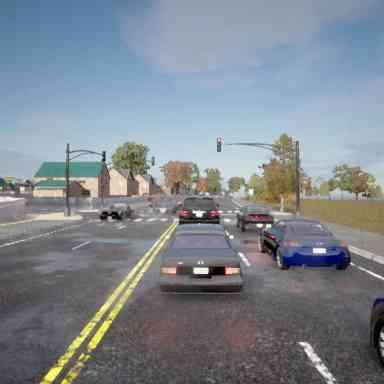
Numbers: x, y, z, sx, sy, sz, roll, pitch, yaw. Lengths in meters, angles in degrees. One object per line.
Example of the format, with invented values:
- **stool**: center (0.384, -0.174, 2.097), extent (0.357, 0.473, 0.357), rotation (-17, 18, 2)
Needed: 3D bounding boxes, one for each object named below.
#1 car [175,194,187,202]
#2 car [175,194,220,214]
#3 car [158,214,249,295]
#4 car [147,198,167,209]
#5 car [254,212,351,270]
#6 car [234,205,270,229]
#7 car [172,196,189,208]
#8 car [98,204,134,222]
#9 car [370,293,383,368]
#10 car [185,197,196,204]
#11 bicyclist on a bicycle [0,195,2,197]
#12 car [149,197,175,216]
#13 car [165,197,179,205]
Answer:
- **car**: center (-2.527, 1.387, 80.120), extent (2.150, 2.045, 5.566), rotation (0, 0, 5)
- **car**: center (0.425, 1.237, 19.106), extent (2.150, 2.045, 5.566), rotation (0, 0, 1)
- **car**: center (0.206, 1.553, 8.859), extent (2.033, 1.411, 5.357), rotation (0, 0, 1)
- **car**: center (-5.009, 1.624, 48.631), extent (2.033, 1.411, 5.357), rotation (0, 0, 3)
- **car**: center (3.502, 1.570, 11.068), extent (1.994, 1.385, 4.181), rotation (0, 0, 1)
- **car**: center (3.692, 1.520, 19.961), extent (1.837, 1.490, 4.892), rotation (0, 0, 3)
- **car**: center (-1.659, 1.430, 50.121), extent (2.097, 1.767, 4.553), rotation (0, 0, 4)
- **car**: center (-6.035, 1.631, 26.882), extent (1.895, 1.301, 4.718), rotation (0, 0, 2)
- **car**: center (3.385, 1.353, 2.548), extent (2.097, 1.767, 4.553), rotation (0, 0, 0)
- **car**: center (-0.214, 1.732, 69.287), extent (1.895, 1.301, 4.718), rotation (0, 0, 4)
- **bicyclist on a bicycle**: center (-23.939, 1.036, 41.330), extent (0.582, 1.620, 1.656), rotation (1, -1, 16)
- **car**: center (-2.543, 1.531, 33.004), extent (2.128, 1.511, 4.902), rotation (0, 0, 2)
- **car**: center (-3.857, 1.686, 64.889), extent (1.994, 1.385, 4.181), rotation (0, 0, 5)
